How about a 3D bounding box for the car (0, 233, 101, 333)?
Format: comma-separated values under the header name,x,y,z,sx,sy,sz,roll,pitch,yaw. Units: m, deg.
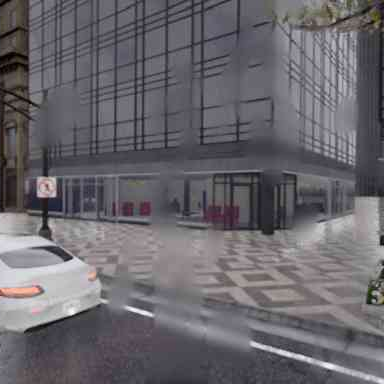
name,x,y,z,sx,sy,sz,roll,pitch,yaw
car,-3.676,1.525,6.293,4.674,1.442,1.812,0,0,35
